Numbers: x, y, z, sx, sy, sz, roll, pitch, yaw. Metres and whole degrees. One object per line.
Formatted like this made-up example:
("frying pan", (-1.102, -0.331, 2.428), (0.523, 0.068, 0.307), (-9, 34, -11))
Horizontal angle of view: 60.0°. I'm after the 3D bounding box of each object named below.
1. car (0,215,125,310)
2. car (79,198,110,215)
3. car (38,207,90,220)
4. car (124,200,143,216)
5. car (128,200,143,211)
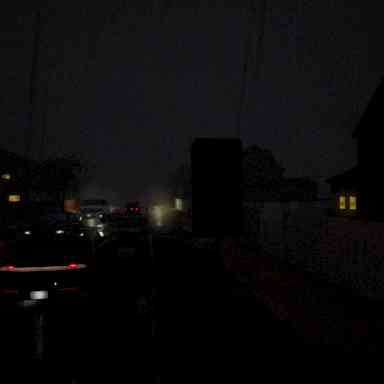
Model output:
("car", (-2.921, 1.567, 8.083), (2.128, 1.511, 4.902), (-1, 0, -7))
("car", (-8.513, 1.528, 29.152), (2.150, 2.045, 5.566), (-1, 0, -7))
("car", (-7.010, 1.743, 17.455), (2.033, 1.411, 5.357), (-1, 0, -8))
("car", (-6.781, 1.914, 38.211), (2.033, 1.411, 5.357), (-1, 0, -7))
("car", (-8.174, 1.946, 48.640), (1.882, 1.535, 5.008), (-1, 0, -7))
